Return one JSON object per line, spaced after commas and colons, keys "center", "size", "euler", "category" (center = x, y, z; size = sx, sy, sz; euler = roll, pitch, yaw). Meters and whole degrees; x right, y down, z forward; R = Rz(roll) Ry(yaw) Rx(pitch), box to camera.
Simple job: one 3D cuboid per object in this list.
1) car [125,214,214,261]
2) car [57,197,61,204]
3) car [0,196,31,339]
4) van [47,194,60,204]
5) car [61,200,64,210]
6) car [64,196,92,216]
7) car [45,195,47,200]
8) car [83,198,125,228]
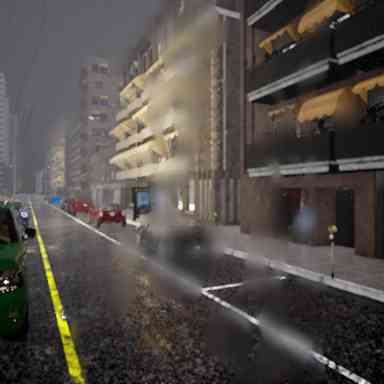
{"center": [-0.790, 1.541, 12.262], "size": [2.008, 1.369, 4.403], "euler": [0, 0, -26], "category": "car"}
{"center": [-15.818, 1.570, 42.639], "size": [1.802, 1.307, 4.206], "euler": [0, 0, -26], "category": "car"}
{"center": [-4.323, 1.220, 6.342], "size": [2.150, 2.045, 5.566], "euler": [0, 0, -26], "category": "car"}
{"center": [-25.837, 1.338, 62.890], "size": [1.690, 1.788, 3.998], "euler": [0, 0, -26], "category": "van"}
{"center": [-13.313, 1.570, 37.576], "size": [1.802, 1.307, 4.206], "euler": [0, 0, -26], "category": "car"}
{"center": [-10.808, 1.304, 32.513], "size": [2.192, 1.841, 5.009], "euler": [0, 0, -26], "category": "car"}
{"center": [-28.341, 1.566, 67.954], "size": [1.947, 1.339, 4.313], "euler": [0, 0, -26], "category": "car"}
{"center": [-5.799, 1.429, 22.387], "size": [1.967, 1.590, 4.097], "euler": [0, 0, -26], "category": "car"}
